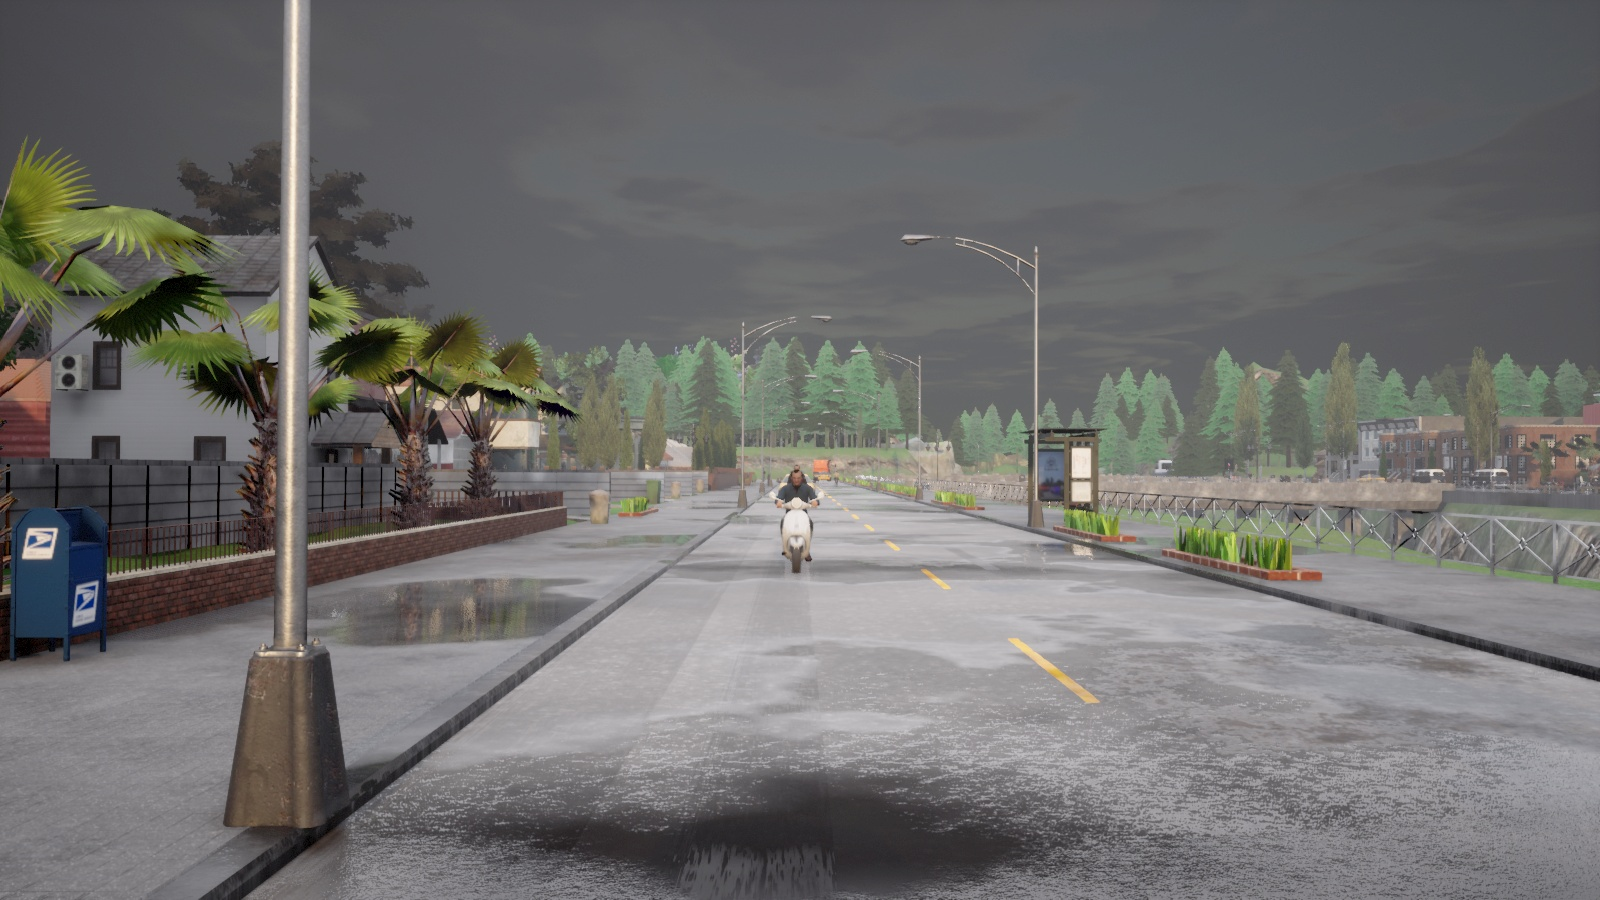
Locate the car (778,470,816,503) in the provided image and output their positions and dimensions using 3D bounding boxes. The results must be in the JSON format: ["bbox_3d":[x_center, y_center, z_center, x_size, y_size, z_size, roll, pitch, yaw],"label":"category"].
[{"bbox_3d":[-0.143,1.810,63.065,1.801,1.575,5.366,0,-1,0],"label":"car"}]

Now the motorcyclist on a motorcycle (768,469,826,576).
[{"bbox_3d":[-0.045,1.097,19.606,0.866,1.590,1.817,0,-1,0],"label":"motorcyclist on a motorcycle"}]
